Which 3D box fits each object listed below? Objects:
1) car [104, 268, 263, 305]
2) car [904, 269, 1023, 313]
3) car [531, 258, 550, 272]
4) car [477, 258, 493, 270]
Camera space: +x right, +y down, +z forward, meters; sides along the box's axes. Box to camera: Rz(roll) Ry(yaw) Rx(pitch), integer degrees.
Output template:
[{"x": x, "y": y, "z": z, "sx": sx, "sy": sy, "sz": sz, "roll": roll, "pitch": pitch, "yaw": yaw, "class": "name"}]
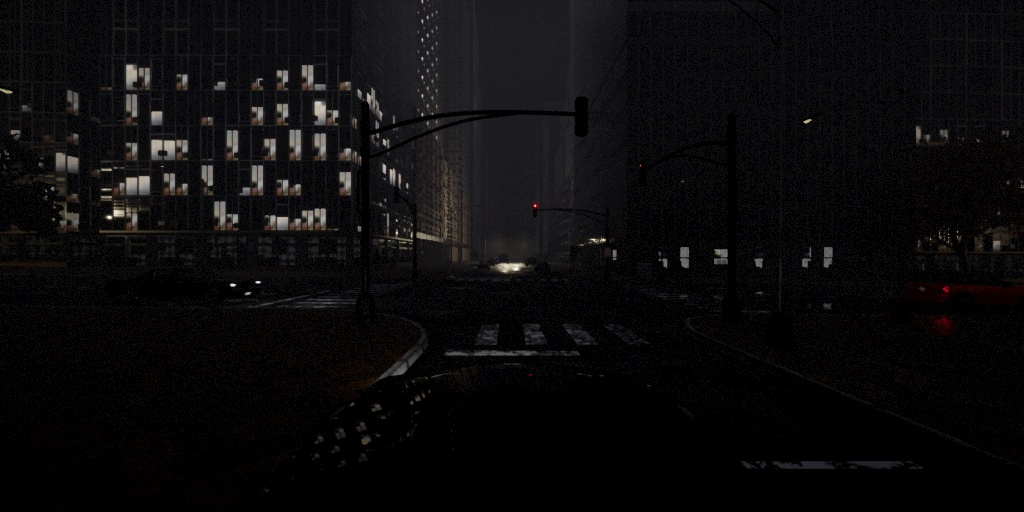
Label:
[{"x": -12.745, "y": 1.144, "z": 14.195, "sx": 4.718, "sy": 1.301, "sz": 1.895, "roll": 1, "pitch": 0, "yaw": -3, "class": "car"}, {"x": 20.017, "y": 1.489, "z": 15.752, "sx": 4.553, "sy": 1.767, "sz": 2.097, "roll": 1, "pitch": 0, "yaw": -3, "class": "car"}, {"x": 3.878, "y": 1.329, "z": 46.557, "sx": 1.948, "sy": 1.339, "sz": 4.313, "roll": 0, "pitch": 0, "yaw": 0, "class": "car"}, {"x": -4.081, "y": 1.342, "z": 52.040, "sx": 1.802, "sy": 1.307, "sz": 4.207, "roll": 0, "pitch": 0, "yaw": 0, "class": "car"}]
